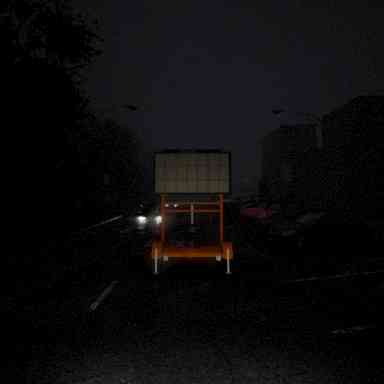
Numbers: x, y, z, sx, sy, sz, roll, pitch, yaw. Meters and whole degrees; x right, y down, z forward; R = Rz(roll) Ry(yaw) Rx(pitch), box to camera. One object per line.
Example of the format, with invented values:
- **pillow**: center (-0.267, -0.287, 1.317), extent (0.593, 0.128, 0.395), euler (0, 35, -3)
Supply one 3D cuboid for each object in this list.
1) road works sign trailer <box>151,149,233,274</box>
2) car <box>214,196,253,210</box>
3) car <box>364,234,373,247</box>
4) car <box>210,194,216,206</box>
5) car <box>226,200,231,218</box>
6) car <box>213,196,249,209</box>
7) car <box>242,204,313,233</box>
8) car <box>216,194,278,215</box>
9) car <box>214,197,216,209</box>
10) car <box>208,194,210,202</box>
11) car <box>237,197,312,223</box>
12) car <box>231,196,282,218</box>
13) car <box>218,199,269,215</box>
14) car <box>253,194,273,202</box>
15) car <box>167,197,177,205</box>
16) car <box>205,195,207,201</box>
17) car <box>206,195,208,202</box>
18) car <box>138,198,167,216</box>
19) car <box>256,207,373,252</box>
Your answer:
- **road works sign trailer**: center (0.007, 0.465, 10.537), extent (2.380, 3.560, 2.880), euler (0, 0, 0)
- **car**: center (5.417, 1.414, 43.827), extent (4.553, 1.767, 2.185), euler (1, 0, -20)
- **car**: center (5.313, 1.487, 4.808), extent (4.892, 1.521, 2.231), euler (1, 0, -20)
- **car**: center (5.397, 1.271, 37.813), extent (5.566, 2.045, 2.435), euler (1, 0, -20)
- **car**: center (5.360, 1.539, 25.818), extent (4.674, 1.452, 2.002), euler (1, 0, -20)
- **car**: center (5.430, 1.424, 46.828), extent (4.553, 1.767, 2.185), euler (1, 0, -20)
- **car**: center (5.301, 1.518, 16.800), extent (4.792, 1.488, 2.163), euler (1, 0, -20)
- **car**: center (5.367, 1.252, 28.796), extent (5.566, 2.045, 2.435), euler (1, 0, -20)
- **car**: center (5.217, 1.503, 31.754), extent (5.366, 1.575, 1.946), euler (1, 0, -20)
- **car**: center (5.518, 1.447, 52.845), extent (4.553, 1.767, 2.185), euler (1, 0, -20)
- **car**: center (5.372, 1.366, 19.820), extent (4.553, 1.767, 2.185), euler (1, 0, -20)
- **car**: center (5.384, 1.370, 22.821), extent (4.553, 1.767, 2.185), euler (1, 0, -20)
- **car**: center (5.377, 1.545, 34.811), extent (4.792, 1.488, 2.163), euler (1, 0, -20)
- **car**: center (18.531, 1.464, 86.853), extent (2.435, 2.045, 5.566), euler (0, 0, -21)
- **car**: center (-3.906, 1.603, 62.799), extent (1.882, 1.535, 5.008), euler (0, 0, 0)
- **car**: center (5.536, 1.392, 70.886), extent (5.566, 2.045, 2.435), euler (1, 0, -20)
- **car**: center (5.486, 1.584, 55.848), extent (5.008, 1.535, 2.097), euler (1, -1, -20)
- **car**: center (-3.981, 1.378, 32.932), extent (2.097, 1.767, 4.553), euler (0, 0, 0)
- **car**: center (5.322, 1.528, 13.808), extent (4.674, 1.452, 2.002), euler (1, 0, -20)
